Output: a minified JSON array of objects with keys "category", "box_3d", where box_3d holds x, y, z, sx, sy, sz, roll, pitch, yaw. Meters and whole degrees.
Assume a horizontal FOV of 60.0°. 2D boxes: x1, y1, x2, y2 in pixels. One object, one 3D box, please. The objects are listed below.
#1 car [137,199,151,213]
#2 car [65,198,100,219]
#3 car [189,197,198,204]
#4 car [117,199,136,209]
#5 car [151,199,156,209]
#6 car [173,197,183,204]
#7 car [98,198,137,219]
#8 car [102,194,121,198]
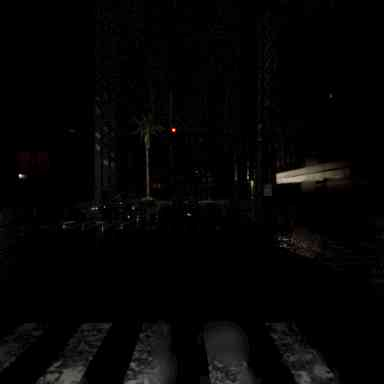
[{"category":"car","box_3d":[-6.502,1.587,39.093,2.128,1.511,4.902,0,0,0]},{"category":"car","box_3d":[-9.772,1.544,29.892,1.882,1.535,5.008,0,0,0]},{"category":"car","box_3d":[0.280,1.790,69.850,1.994,1.385,4.181,0,0,0]},{"category":"car","box_3d":[-9.710,1.701,49.798,1.994,1.385,4.181,0,0,0]},{"category":"car","box_3d":[-6.467,1.735,48.982,1.895,1.301,4.718,0,0,1]},{"category":"car","box_3d":[-2.970,1.790,69.833,1.994,1.385,4.181,0,0,0]},{"category":"car","box_3d":[-6.526,1.543,29.625,1.882,1.535,5.008,0,0,0]},{"category":"car","box_3d":[-9.753,1.320,39.838,2.150,2.045,5.566,0,0,0]}]
